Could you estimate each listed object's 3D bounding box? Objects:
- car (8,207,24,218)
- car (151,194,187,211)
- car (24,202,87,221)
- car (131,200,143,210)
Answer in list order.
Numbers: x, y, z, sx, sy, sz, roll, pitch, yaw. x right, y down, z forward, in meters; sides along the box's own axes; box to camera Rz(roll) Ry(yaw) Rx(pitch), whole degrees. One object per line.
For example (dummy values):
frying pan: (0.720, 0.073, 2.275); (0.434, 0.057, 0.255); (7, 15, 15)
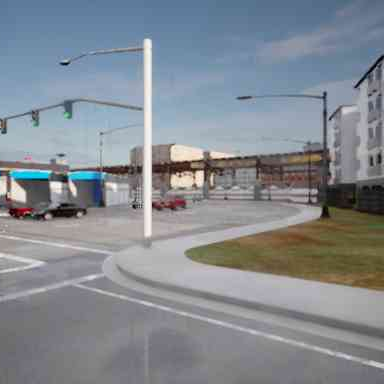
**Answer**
car: (-13.561, 1.609, 29.547); (1.895, 1.301, 4.718); (0, 0, 37)
car: (-2.435, 1.228, 41.082); (2.150, 2.045, 5.566); (0, 0, 22)
car: (-10.856, 1.533, 27.366); (1.812, 1.442, 4.674); (0, 0, 36)
car: (-5.749, 1.609, 42.184); (1.895, 1.301, 4.718); (0, 0, 21)
